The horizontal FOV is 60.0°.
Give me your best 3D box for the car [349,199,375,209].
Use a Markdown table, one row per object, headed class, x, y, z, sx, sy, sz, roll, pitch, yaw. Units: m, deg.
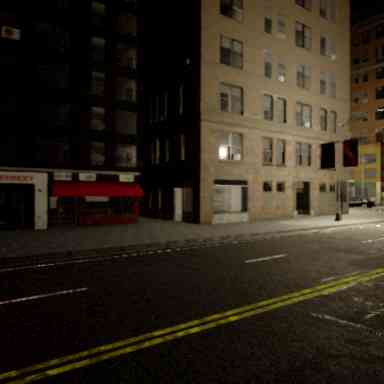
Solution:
| class | x | y | z | sx | sy | sz | roll | pitch | yaw |
| --- | --- | --- | --- | --- | --- | --- | --- | --- | --- |
| car | 24.115 | 1.678 | 48.090 | 1.947 | 1.339 | 4.313 | 0 | 0 | -35 |
